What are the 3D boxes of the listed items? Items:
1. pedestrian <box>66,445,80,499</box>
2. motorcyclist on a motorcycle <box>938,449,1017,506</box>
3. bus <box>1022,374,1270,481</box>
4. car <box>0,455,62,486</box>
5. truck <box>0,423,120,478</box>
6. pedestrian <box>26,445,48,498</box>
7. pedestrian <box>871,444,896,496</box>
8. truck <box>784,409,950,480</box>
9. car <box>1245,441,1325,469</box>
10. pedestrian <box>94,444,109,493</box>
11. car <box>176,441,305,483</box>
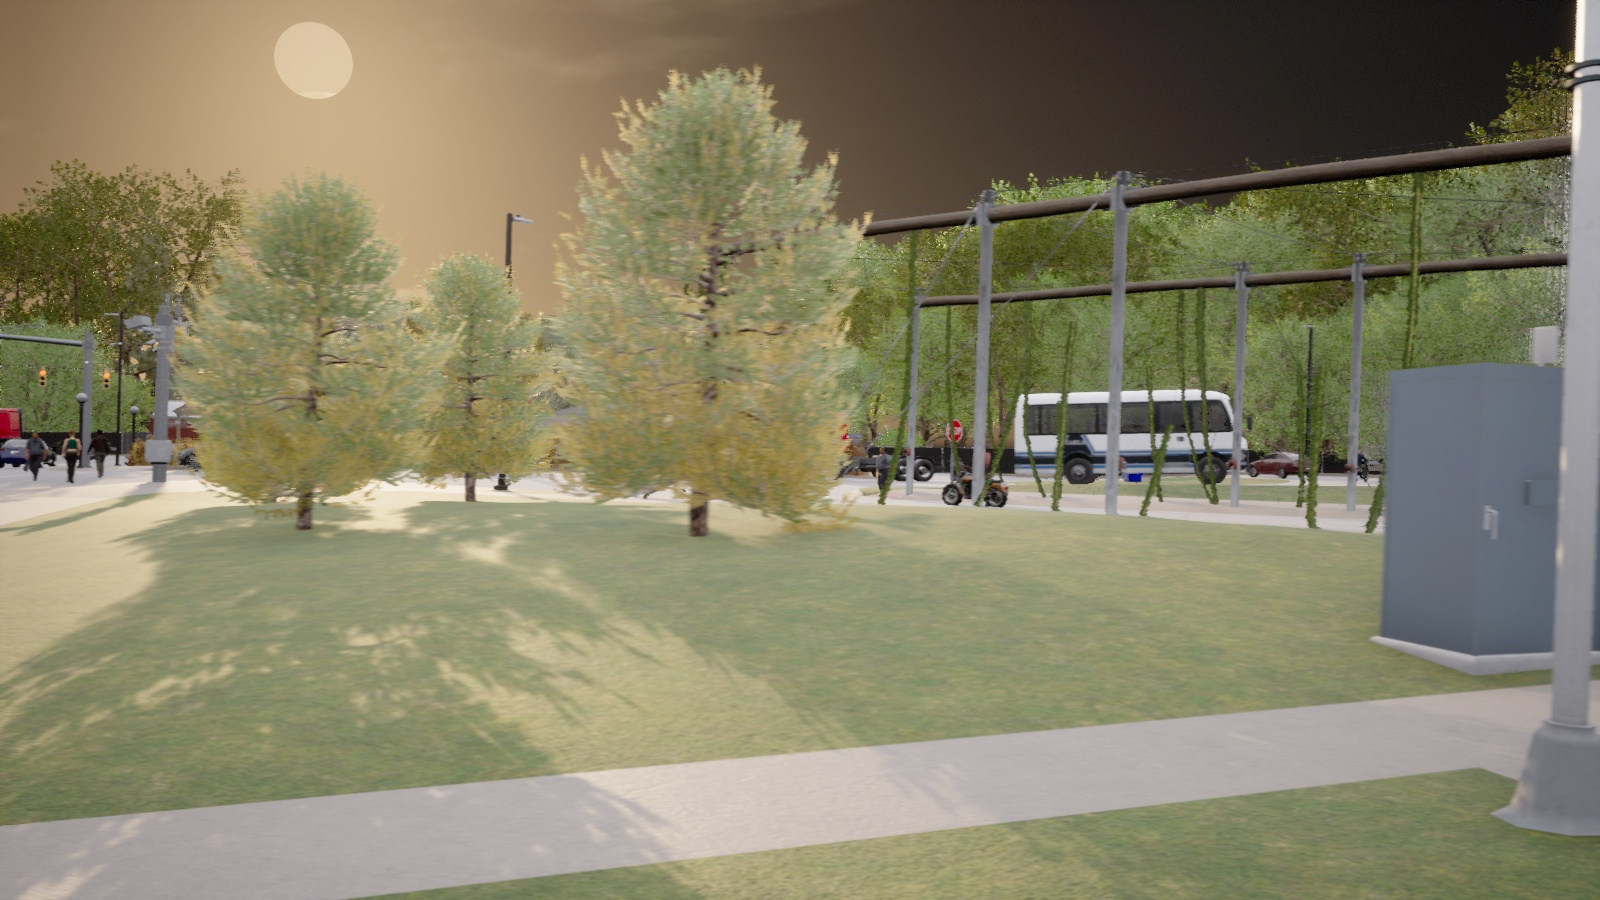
[{"bbox_3d":[-25.029,0.745,43.242,0.345,1.836,0.594,1,0,-25],"label":"pedestrian"},{"bbox_3d":[5.298,0.809,37.588,2.350,1.649,0.766,-1,-1,44],"label":"motorcyclist on a motorcycle"},{"bbox_3d":[15.489,-0.866,56.495,10.273,4.253,3.944,-2,-2,18],"label":"bus"},{"bbox_3d":[-40.033,1.061,65.151,2.163,1.488,4.792,-1,-1,-19],"label":"car"},{"bbox_3d":[-49.425,0.012,82.541,7.936,3.462,2.891,-1,1,-20],"label":"truck"},{"bbox_3d":[-26.715,0.748,43.981,0.540,1.848,0.694,1,0,-23],"label":"pedestrian"},{"bbox_3d":[3.007,0.715,45.307,0.694,1.848,0.540,0,1,-36],"label":"pedestrian"},{"bbox_3d":[3.431,-0.246,64.074,7.936,3.462,2.891,0,0,-23],"label":"truck"},{"bbox_3d":[26.273,0.239,68.190,1.812,1.442,4.674,-2,1,-11],"label":"car"},{"bbox_3d":[-26.314,0.692,47.329,0.431,1.840,0.703,0,1,-33],"label":"pedestrian"},{"bbox_3d":[-24.495,0.497,55.184,5.027,1.651,2.152,-1,1,-20],"label":"car"}]
